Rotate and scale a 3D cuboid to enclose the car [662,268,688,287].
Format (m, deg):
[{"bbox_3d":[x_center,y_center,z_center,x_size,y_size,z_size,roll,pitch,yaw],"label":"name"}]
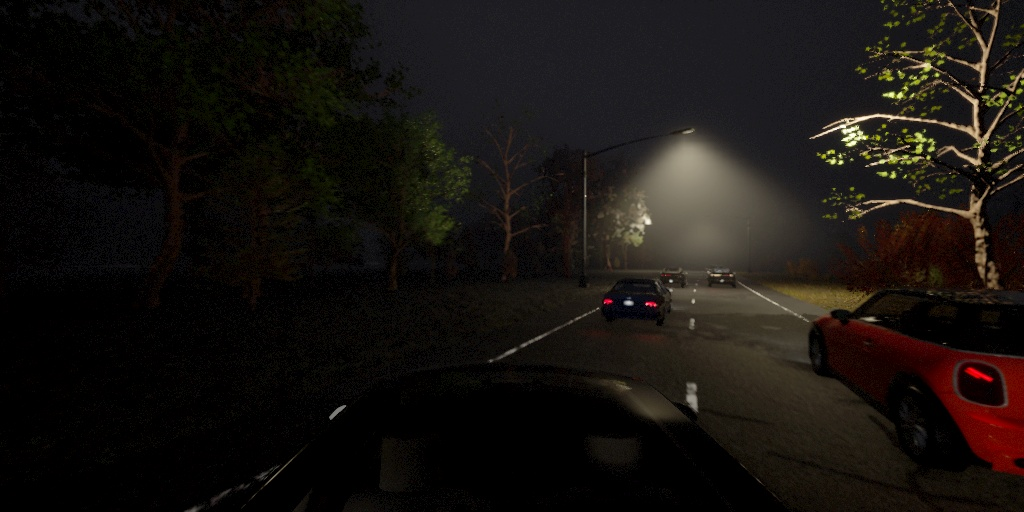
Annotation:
[{"bbox_3d":[13.311,1.695,29.595,1.837,1.490,4.892,0,-1,28],"label":"car"}]

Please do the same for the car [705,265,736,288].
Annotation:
[{"bbox_3d":[16.832,1.696,28.867,2.128,1.511,4.902,0,-1,29],"label":"car"}]

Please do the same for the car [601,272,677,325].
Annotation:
[{"bbox_3d":[4.556,1.467,12.759,2.033,1.411,5.357,0,-1,27],"label":"car"}]

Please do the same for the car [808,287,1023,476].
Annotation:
[{"bbox_3d":[5.597,1.174,4.550,2.097,1.767,4.553,0,-1,26],"label":"car"}]
